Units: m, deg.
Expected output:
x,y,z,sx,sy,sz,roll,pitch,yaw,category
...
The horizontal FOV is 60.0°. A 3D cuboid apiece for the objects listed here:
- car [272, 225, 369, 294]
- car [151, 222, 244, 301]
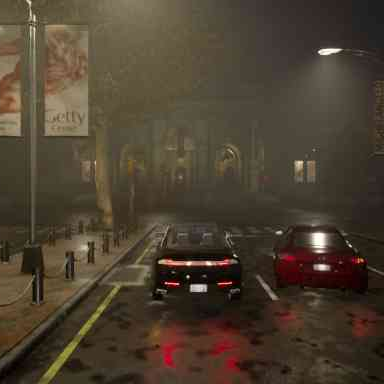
x,y,z,sx,sy,sz,roll,pitch,yaw,category
3.250,1.564,8.974,1.994,1.385,4.181,0,0,14,car
0.078,1.492,8.322,2.128,1.511,4.902,0,0,-1,car
